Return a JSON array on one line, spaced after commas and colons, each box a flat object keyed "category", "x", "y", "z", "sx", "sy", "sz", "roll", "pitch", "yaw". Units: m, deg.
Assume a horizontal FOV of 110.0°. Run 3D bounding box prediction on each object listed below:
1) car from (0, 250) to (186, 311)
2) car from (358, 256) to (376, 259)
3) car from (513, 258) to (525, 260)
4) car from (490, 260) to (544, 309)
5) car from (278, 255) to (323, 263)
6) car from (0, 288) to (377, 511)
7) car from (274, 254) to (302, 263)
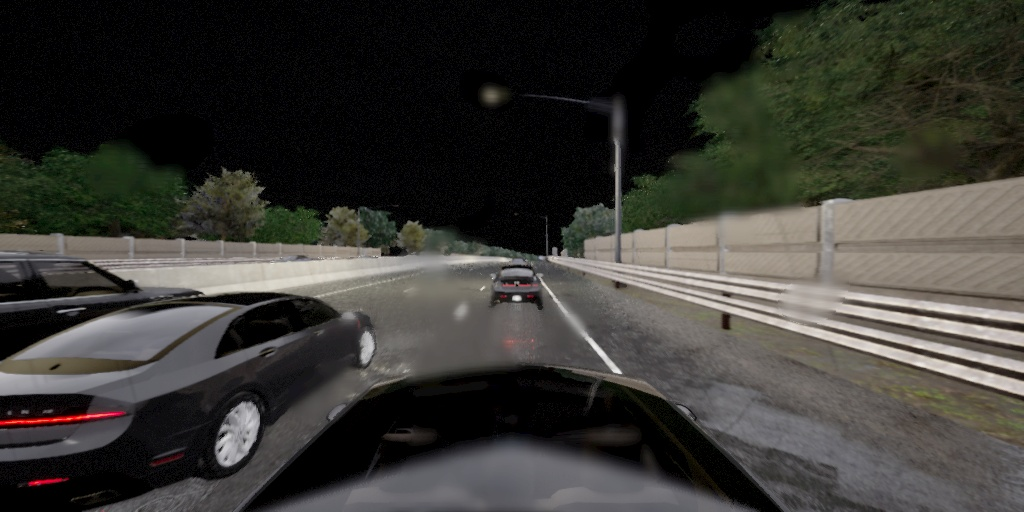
[{"category": "car", "x": -6.886, "y": 0.928, "z": 4.662, "sx": 2.150, "sy": 2.045, "sz": 5.566, "roll": 0, "pitch": 1, "yaw": 0}, {"category": "car", "x": -16.850, "y": 0.793, "z": 41.476, "sx": 1.837, "sy": 1.490, "sz": 4.892, "roll": 0, "pitch": 0, "yaw": 2}, {"category": "car", "x": 0.699, "y": 0.868, "z": 38.439, "sx": 1.994, "sy": 1.385, "sz": 4.181, "roll": 0, "pitch": 1, "yaw": 2}, {"category": "car", "x": 0.187, "y": 1.087, "z": 14.037, "sx": 1.837, "sy": 1.490, "sz": 4.892, "roll": 0, "pitch": 1, "yaw": 1}, {"category": "car", "x": -20.525, "y": 0.880, "z": 36.082, "sx": 2.033, "sy": 1.411, "sz": 5.357, "roll": 0, "pitch": 0, "yaw": 2}, {"category": "car", "x": -3.384, "y": 1.214, "z": 4.654, "sx": 1.837, "sy": 1.490, "sz": 4.892, "roll": 0, "pitch": 1, "yaw": 0}, {"category": "car", "x": -23.929, "y": 0.660, "z": 39.254, "sx": 2.097, "sy": 1.767, "sz": 4.553, "roll": 0, "pitch": 0, "yaw": 2}]
